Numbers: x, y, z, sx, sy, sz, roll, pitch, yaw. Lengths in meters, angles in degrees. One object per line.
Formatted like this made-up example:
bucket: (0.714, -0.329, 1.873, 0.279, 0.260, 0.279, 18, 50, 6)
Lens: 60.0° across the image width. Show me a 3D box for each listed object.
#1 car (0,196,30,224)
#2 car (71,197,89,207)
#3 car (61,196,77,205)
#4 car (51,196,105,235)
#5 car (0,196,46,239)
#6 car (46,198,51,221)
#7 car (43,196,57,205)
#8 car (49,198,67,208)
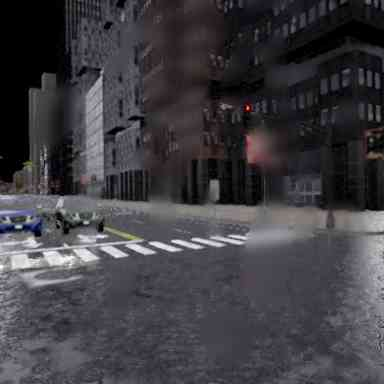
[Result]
car: (-14.647, 1.344, 27.200, 2.150, 2.045, 5.566, -1, 0, -29)
car: (-18.093, 1.551, 53.621, 1.882, 1.535, 5.008, -1, 0, -29)
car: (-23.237, 1.586, 62.766, 2.128, 1.511, 4.902, -1, 0, -29)
car: (-6.853, 1.270, 19.991, 2.150, 2.045, 5.566, -1, 0, -28)
car: (-9.567, 1.309, 18.165, 2.150, 2.045, 5.566, -1, 0, -29)
car: (-11.616, 1.574, 28.446, 2.128, 1.511, 4.902, -1, 0, -29)
car: (-26.502, 1.613, 61.941, 1.882, 1.535, 5.008, -1, 0, -29)
car: (-21.316, 1.662, 52.755, 2.033, 1.411, 5.357, -1, 0, -29)
